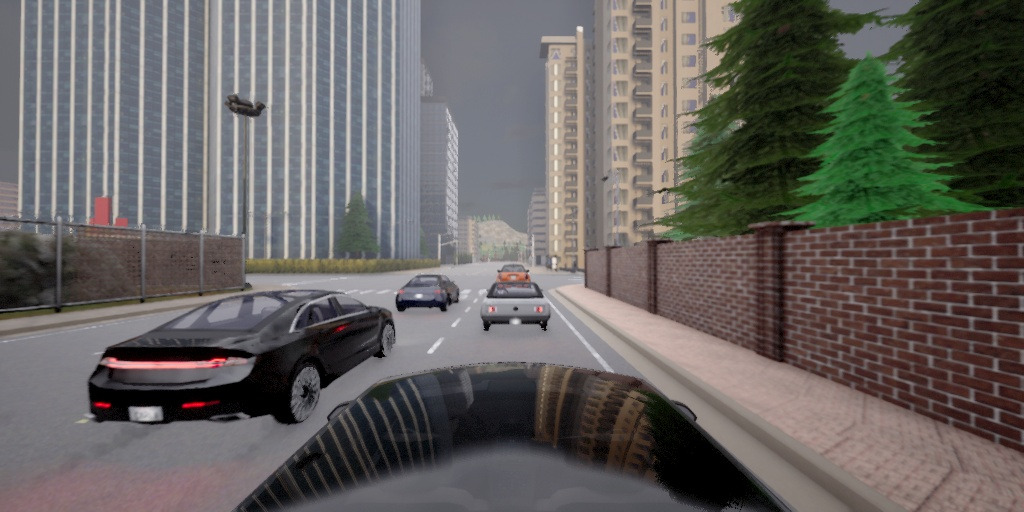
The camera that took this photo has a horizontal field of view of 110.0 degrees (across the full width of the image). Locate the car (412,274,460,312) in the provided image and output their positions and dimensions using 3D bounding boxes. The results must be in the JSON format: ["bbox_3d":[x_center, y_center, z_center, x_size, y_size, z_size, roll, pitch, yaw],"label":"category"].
[{"bbox_3d":[-3.409,1.452,15.141,1.994,1.385,4.181,0,-1,0],"label":"car"}]

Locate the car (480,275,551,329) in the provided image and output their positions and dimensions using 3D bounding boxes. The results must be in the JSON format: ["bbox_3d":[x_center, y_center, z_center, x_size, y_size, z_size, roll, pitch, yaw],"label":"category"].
[{"bbox_3d":[0.094,1.453,11.604,1.895,1.301,4.718,0,-1,0],"label":"car"}]

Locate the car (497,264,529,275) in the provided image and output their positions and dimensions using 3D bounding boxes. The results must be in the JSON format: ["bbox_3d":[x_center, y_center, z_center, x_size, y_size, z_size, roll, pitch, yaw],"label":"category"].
[{"bbox_3d":[0.082,1.308,23.806,2.097,1.767,4.553,0,0,0],"label":"car"}]

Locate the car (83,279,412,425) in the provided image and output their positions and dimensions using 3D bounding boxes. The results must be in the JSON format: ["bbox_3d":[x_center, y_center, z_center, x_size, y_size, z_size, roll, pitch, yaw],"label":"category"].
[{"bbox_3d":[-3.405,1.283,5.764,2.128,1.511,4.902,0,-1,0],"label":"car"}]
